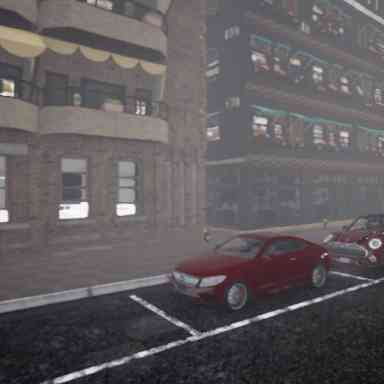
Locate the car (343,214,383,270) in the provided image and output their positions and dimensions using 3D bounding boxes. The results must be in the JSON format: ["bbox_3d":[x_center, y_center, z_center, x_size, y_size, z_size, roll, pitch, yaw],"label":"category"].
[{"bbox_3d":[6.065,1.466,10.861,4.097,1.590,1.967,0,-1,-36],"label":"car"}]

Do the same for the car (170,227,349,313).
[{"bbox_3d":[1.506,1.595,7.606,4.206,1.307,1.802,0,-1,-35],"label":"car"}]
